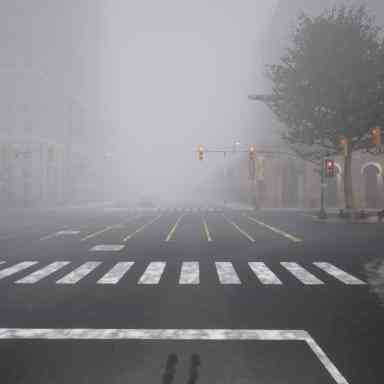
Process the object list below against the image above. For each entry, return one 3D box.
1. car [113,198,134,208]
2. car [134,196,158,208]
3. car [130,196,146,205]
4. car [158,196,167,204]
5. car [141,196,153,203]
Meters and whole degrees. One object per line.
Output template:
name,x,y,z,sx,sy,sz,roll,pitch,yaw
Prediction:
car,-10.213,1.601,49.076,1.895,1.301,4.718,0,0,1
car,-6.716,1.352,48.817,2.097,1.767,4.553,0,0,1
car,-10.055,1.548,62.586,2.033,1.411,5.357,0,0,1
car,-6.560,1.492,62.323,2.128,1.511,4.902,0,0,1
car,-9.835,1.524,72.964,1.812,1.442,4.674,0,0,1
